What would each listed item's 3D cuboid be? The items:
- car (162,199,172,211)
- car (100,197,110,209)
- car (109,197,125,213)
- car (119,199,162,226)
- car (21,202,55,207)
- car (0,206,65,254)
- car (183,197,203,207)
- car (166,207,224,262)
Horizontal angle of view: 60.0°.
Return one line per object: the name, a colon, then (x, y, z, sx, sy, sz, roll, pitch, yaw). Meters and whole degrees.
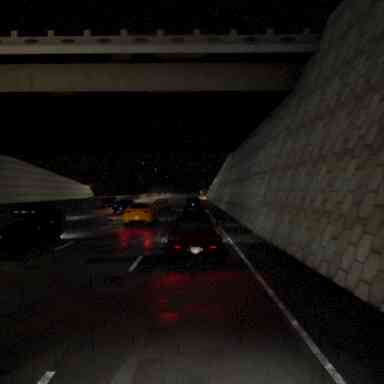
car: (-3.442, 1.455, 38.430, 2.033, 1.411, 5.357, 0, 0, 1)
car: (-10.416, 1.422, 42.883, 1.812, 1.442, 4.674, 0, 0, 0)
car: (-6.978, 1.441, 35.072, 1.812, 1.442, 4.674, 0, 0, 0)
car: (-3.397, 1.422, 22.950, 1.882, 1.535, 5.008, 0, 0, 0)
car: (-10.398, 1.436, 22.886, 2.128, 1.511, 4.902, 0, 0, 0)
car: (-6.895, 1.515, 13.185, 2.033, 1.411, 5.357, 0, 0, 0)
car: (0.103, 1.267, 34.725, 2.097, 1.767, 4.553, 0, 0, 0)
car: (0.101, 1.497, 11.933, 1.812, 1.442, 4.674, 0, 0, 0)
